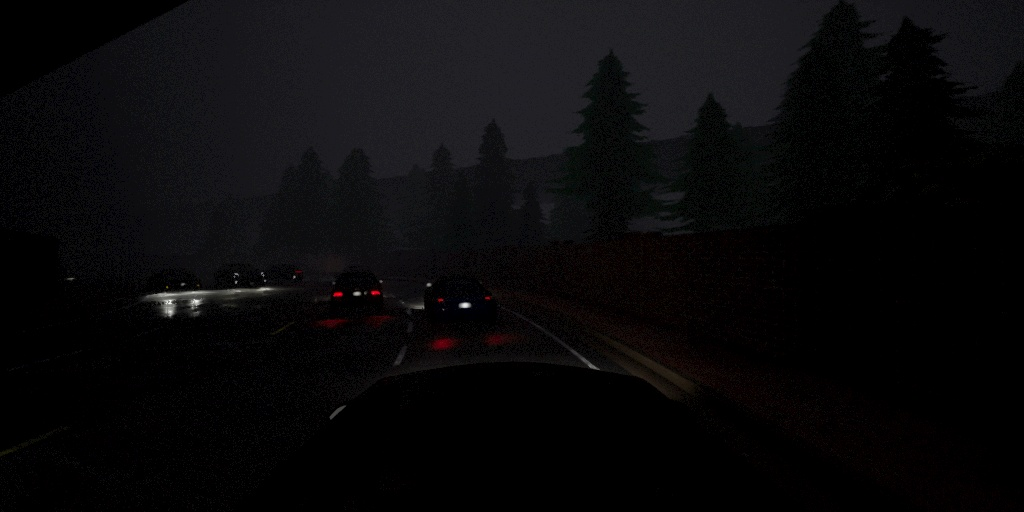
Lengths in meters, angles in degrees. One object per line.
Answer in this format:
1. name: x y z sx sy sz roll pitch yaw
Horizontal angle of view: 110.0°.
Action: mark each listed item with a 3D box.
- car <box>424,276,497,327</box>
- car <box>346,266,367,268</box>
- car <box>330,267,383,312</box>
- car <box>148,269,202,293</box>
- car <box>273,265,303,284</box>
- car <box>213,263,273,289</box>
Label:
1. car: -1.818 1.336 11.795 1.994 1.385 4.181 -1 0 -15
2. car: -12.984 1.496 29.670 4.718 1.301 1.895 0 0 42
3. car: -6.351 1.370 14.732 2.033 1.411 5.357 -1 0 -23
4. car: -21.772 1.557 23.130 4.181 1.385 1.994 -1 0 35
5. car: -19.569 1.475 30.235 4.892 1.490 1.837 -1 -1 33
6. car: -19.498 1.320 25.717 4.553 1.767 2.097 -1 0 36
